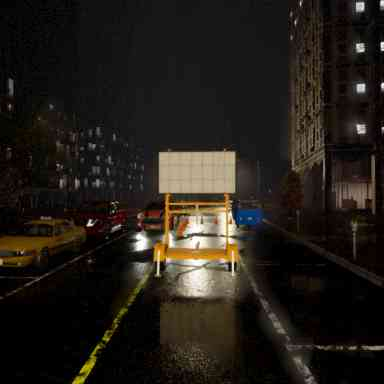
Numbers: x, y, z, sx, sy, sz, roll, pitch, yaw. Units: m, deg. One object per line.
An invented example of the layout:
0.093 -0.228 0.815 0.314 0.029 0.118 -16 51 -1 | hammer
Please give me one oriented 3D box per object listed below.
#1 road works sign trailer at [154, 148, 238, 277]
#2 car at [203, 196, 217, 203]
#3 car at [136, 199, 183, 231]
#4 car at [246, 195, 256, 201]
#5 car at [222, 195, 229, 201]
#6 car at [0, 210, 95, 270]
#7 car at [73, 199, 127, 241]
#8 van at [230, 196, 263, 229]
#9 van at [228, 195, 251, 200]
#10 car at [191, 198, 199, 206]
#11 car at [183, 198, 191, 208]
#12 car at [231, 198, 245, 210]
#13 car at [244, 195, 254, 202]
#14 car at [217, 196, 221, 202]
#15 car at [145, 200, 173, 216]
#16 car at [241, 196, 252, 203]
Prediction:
0.162 0.468 10.247 2.380 3.560 2.880 0 0 3 | road works sign trailer
3.690 1.621 73.107 1.947 1.339 4.313 1 0 14 | car
-2.017 1.363 20.791 2.097 1.767 4.553 0 0 4 | car
14.997 1.570 84.266 1.887 1.381 4.507 1 0 17 | car
9.821 1.604 85.996 2.033 1.411 5.357 0 0 16 | car
-5.052 1.533 11.220 1.752 1.417 4.829 1 0 2 | car
-4.762 1.327 17.049 2.192 1.841 5.009 1 0 3 | car
3.573 1.345 21.545 1.690 1.788 3.998 1 0 4 | van
4.070 1.346 27.387 1.690 1.788 3.998 1 0 6 | van
0.119 1.620 56.654 1.802 1.307 4.206 1 0 11 | car
-1.785 1.597 45.469 1.947 1.339 4.313 1 0 9 | car
6.273 1.532 45.122 1.752 1.417 4.829 1 0 9 | car
13.462 1.462 78.836 1.967 1.590 4.097 1 0 16 | car
5.007 1.587 78.270 1.752 1.417 4.829 1 0 15 | car
-3.287 1.590 34.167 1.947 1.339 4.313 1 0 6 | car
12.011 1.584 73.337 1.947 1.339 4.313 1 0 14 | car
